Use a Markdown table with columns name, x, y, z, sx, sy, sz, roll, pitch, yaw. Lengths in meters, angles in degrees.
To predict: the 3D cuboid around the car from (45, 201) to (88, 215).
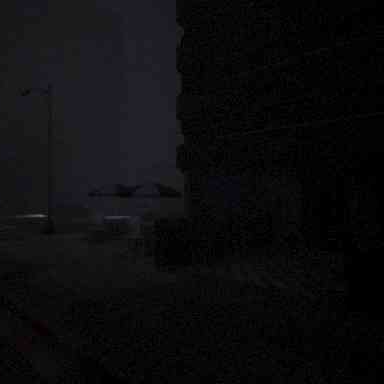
| name | x | y | z | sx | sy | sz | roll | pitch | yaw |
| --- | --- | --- | --- | --- | --- | --- | --- | --- | --- |
| car | -12.981 | 1.618 | 34.495 | 1.994 | 1.385 | 4.181 | 0 | 0 | 45 |
